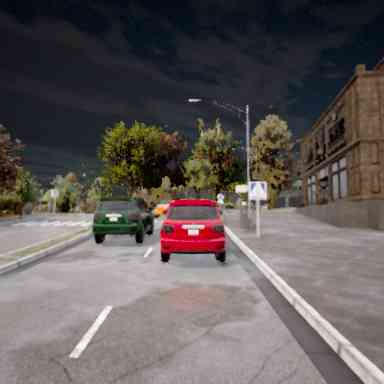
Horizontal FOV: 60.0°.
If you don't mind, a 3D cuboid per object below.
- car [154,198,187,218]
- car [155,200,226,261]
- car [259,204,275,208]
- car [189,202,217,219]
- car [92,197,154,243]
[{"bbox_3d":[-1.969,1.511,32.105,2.097,1.767,4.553,-1,-1,11],"label":"car"},{"bbox_3d":[0.029,1.304,12.751,2.150,2.045,5.566,0,0,0],"label":"car"},{"bbox_3d":[20.114,3.966,90.070,4.674,1.442,1.812,-4,-6,44],"label":"car"},{"bbox_3d":[1.085,1.659,30.799,1.994,1.385,4.181,-1,0,10],"label":"car"},{"bbox_3d":[-3.255,1.305,16.710,2.150,2.045,5.566,0,-1,1],"label":"car"}]
